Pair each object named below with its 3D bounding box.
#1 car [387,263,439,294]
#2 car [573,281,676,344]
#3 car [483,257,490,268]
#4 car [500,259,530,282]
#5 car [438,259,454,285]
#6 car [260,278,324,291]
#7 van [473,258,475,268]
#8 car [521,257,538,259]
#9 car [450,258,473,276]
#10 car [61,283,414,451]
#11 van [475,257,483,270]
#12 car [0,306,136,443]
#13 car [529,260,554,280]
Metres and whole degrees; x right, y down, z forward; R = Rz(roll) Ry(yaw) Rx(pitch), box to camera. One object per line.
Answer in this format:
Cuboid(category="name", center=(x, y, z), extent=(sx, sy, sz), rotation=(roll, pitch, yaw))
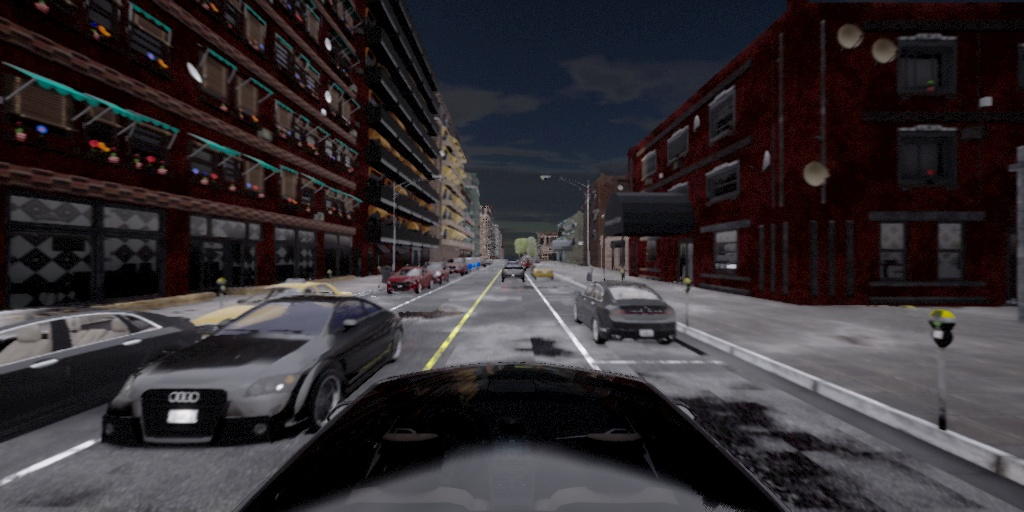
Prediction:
Cuboid(category="car", center=(-5.697, 1.302, 20.425), extent=(1.888, 1.381, 4.507), rotation=(0, 0, 0))
Cuboid(category="car", center=(2.687, 1.303, 9.349), extent=(2.007, 1.370, 4.403), rotation=(0, 0, 0))
Cuboid(category="car", center=(-5.712, 1.127, 64.738), extent=(2.192, 1.841, 5.009), rotation=(0, 0, 0))
Cuboid(category="car", center=(0.090, 1.256, 29.366), extent=(2.128, 1.511, 4.902), rotation=(0, 0, 0))
Cuboid(category="car", center=(-5.699, 1.200, 25.963), extent=(1.967, 1.591, 4.097), rotation=(0, 0, 0))
Cuboid(category="car", center=(-5.694, 1.277, 9.176), extent=(1.751, 1.417, 4.829), rotation=(0, 0, 0))
Cuboid(category="van", center=(-5.705, 1.117, 42.582), extent=(1.690, 1.789, 3.998), rotation=(0, 0, 0))
Cuboid(category="car", center=(2.674, 1.099, 48.123), extent=(2.192, 1.841, 5.009), rotation=(0, 0, 0))
Cuboid(category="car", center=(-5.703, 1.085, 37.042), extent=(2.192, 1.841, 5.009), rotation=(0, 0, 0))
Cuboid(category="car", center=(-3.095, 1.313, 5.361), extent=(1.994, 1.385, 4.181), rotation=(0, 0, 0))
Cuboid(category="van", center=(-5.709, 1.133, 53.659), extent=(1.690, 1.789, 3.998), rotation=(0, 0, 0))
Cuboid(category="car", center=(-5.692, 1.301, 3.807), extent=(2.007, 1.370, 4.403), rotation=(0, 0, 0))
Cuboid(category="car", center=(2.679, 1.291, 31.676), extent=(1.751, 1.417, 4.829), rotation=(0, 0, 0))
